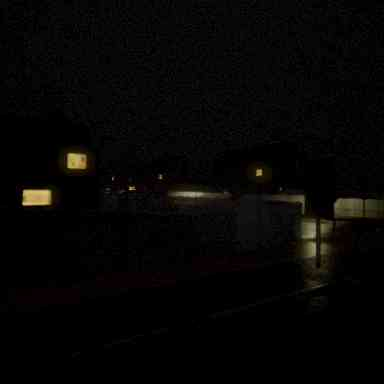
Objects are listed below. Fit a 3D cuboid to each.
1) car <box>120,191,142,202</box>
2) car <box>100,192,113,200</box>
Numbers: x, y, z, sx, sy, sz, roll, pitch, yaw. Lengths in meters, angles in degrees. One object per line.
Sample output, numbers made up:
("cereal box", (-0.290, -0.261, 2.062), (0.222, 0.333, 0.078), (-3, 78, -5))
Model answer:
("car", (-8.948, 0.567, 47.645), (2.097, 1.767, 4.553), (0, 1, -35))
("car", (-14.871, 0.620, 55.754), (2.033, 1.411, 5.357), (0, 1, -36))
